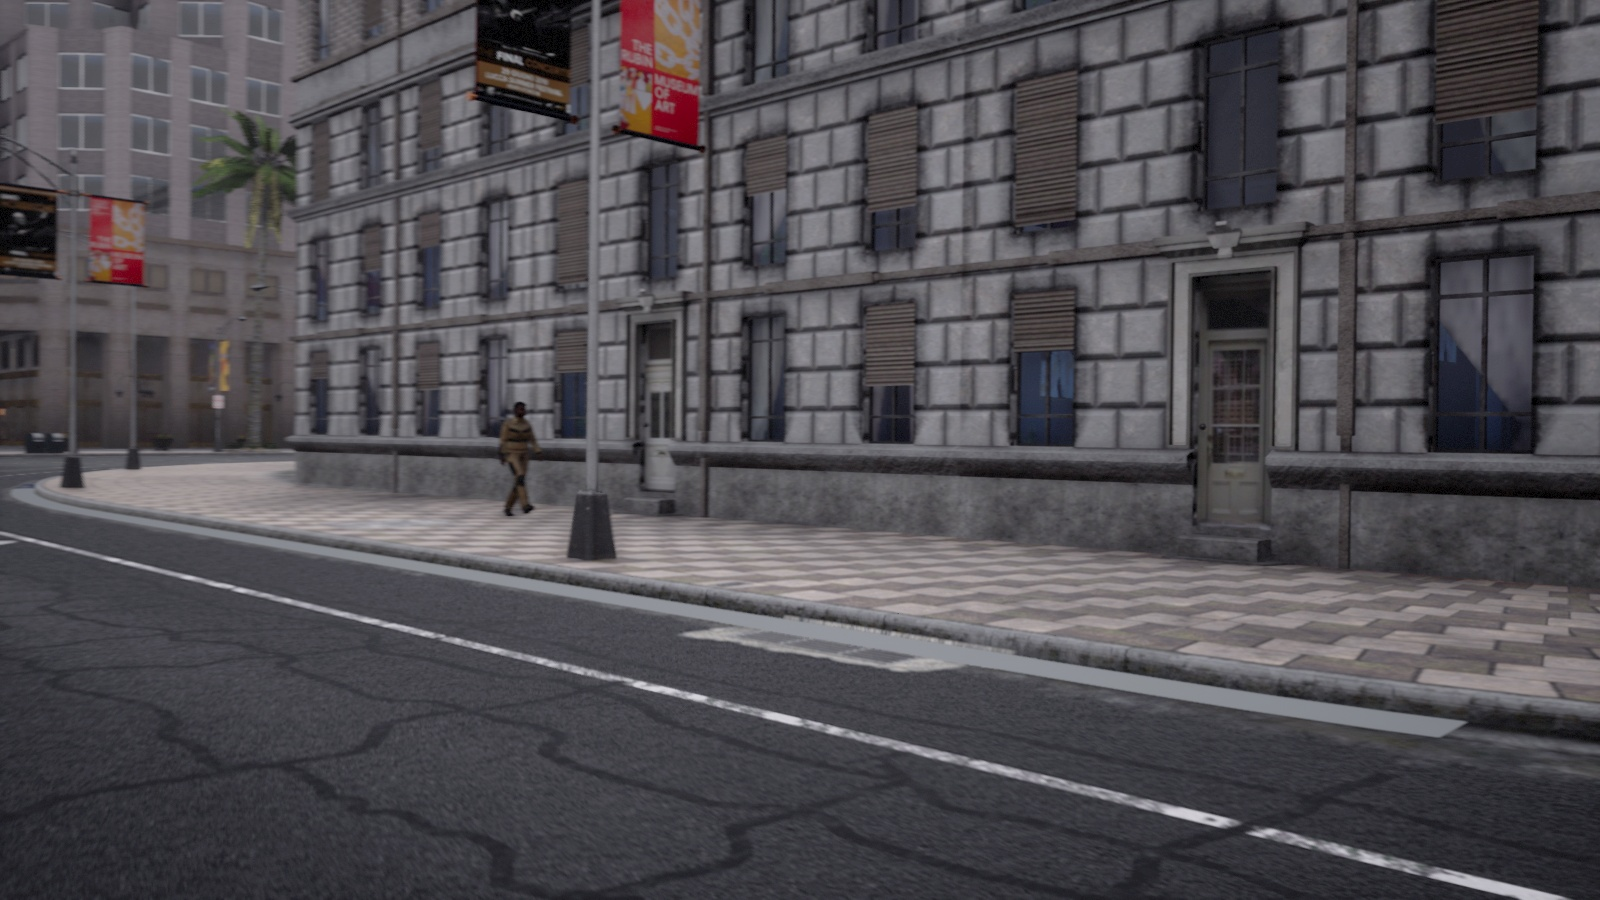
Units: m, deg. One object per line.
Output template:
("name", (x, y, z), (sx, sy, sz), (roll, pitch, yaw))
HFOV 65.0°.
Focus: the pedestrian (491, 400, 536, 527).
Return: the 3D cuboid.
("pedestrian", (-4.444, 0.202, 19.449), (0.396, 1.930, 0.692), (-1, 1, -39))
